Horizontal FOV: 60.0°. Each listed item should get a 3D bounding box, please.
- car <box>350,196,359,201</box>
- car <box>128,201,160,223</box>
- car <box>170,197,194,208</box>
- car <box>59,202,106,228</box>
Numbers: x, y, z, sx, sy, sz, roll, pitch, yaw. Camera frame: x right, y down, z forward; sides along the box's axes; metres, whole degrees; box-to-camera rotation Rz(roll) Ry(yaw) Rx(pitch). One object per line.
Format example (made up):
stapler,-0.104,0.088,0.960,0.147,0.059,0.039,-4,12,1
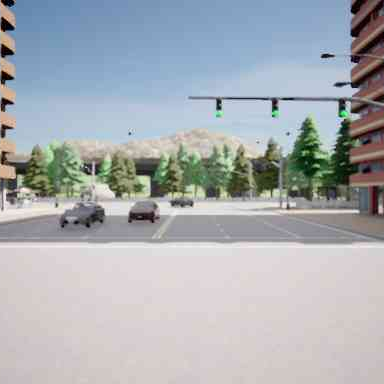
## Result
car,25.453,1.346,48.882,4.902,1.511,2.128,0,0,0
car,-3.545,1.431,25.228,1.882,1.535,5.008,0,0,0
car,-1.503,1.390,47.159,2.128,1.511,4.902,0,0,-29
car,-7.066,1.451,21.906,2.128,1.511,4.902,0,0,0
